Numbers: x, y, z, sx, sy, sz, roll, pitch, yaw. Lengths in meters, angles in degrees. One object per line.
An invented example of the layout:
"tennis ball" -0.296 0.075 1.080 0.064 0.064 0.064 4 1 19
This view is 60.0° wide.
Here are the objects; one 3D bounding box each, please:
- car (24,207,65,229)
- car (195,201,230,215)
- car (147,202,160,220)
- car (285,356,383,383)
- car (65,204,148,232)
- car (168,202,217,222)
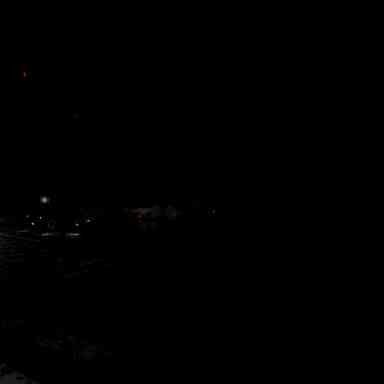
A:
"car" -8.494 1.652 22.207 1.895 1.301 4.718 1 0 35
"car" 2.403 1.777 37.569 1.994 1.385 4.181 1 0 36
"car" -3.355 1.653 29.462 1.812 1.442 4.674 1 0 35
"car" 2.446 1.545 1.216 4.507 1.381 1.887 0 1 35
"car" -5.281 1.632 21.115 1.812 1.442 4.674 1 0 35
"car" 0.074 1.677 28.680 2.128 1.511 4.902 1 0 35
